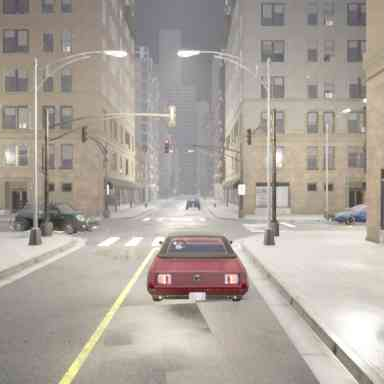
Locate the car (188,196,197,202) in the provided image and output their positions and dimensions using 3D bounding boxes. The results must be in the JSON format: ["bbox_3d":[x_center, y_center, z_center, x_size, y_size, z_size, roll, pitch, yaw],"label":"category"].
[{"bbox_3d":[0.109,1.562,75.151,1.895,1.301,4.718,0,0,0],"label":"car"}]

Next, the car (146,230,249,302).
[{"bbox_3d":[0.094,1.600,8.238,1.895,1.301,4.718,0,0,0],"label":"car"}]

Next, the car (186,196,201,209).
[{"bbox_3d":[0.165,1.519,45.354,1.812,1.442,4.674,0,0,0],"label":"car"}]

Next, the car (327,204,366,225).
[{"bbox_3d":[12.201,1.511,22.827,5.357,1.411,2.033,0,0,3],"label":"car"}]

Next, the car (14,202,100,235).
[{"bbox_3d":[-7.490,1.366,18.675,4.553,1.767,2.097,0,0,13],"label":"car"}]
